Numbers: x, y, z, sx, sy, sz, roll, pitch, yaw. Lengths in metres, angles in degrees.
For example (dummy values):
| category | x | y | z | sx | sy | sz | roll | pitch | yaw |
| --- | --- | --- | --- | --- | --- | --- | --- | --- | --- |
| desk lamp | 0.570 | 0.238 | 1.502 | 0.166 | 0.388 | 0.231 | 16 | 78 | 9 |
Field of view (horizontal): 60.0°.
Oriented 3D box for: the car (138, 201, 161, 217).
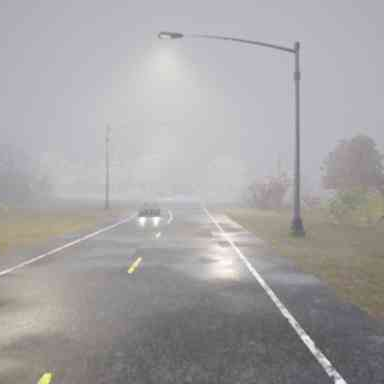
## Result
| category | x | y | z | sx | sy | sz | roll | pitch | yaw |
| --- | --- | --- | --- | --- | --- | --- | --- | --- | --- |
| car | -3.907 | 1.581 | 31.296 | 1.994 | 1.385 | 4.181 | 0 | 0 | -3 |
